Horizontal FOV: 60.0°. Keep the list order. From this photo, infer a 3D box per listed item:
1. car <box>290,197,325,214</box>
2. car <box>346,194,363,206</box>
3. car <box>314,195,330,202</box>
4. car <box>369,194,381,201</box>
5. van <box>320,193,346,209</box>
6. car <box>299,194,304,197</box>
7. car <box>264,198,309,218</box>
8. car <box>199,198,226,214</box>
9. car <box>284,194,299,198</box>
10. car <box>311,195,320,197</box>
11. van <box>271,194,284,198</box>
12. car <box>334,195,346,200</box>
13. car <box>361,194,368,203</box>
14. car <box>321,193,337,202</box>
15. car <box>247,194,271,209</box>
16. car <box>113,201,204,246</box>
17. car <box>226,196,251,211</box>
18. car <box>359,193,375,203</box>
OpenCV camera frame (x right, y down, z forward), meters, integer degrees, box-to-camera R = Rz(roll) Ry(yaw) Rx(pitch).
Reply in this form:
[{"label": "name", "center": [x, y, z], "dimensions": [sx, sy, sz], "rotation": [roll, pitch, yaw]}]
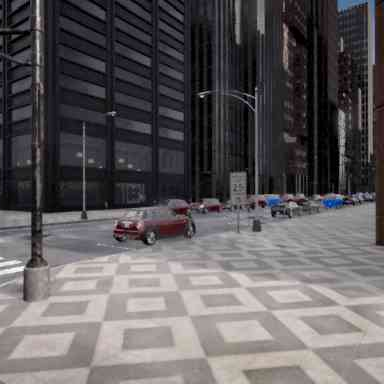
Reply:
[{"label": "car", "center": [11.558, 1.464, 33.469], "dimensions": [1.947, 1.339, 4.313], "rotation": [0, 0, 36]}, {"label": "car", "center": [24.658, 1.418, 51.683], "dimensions": [1.947, 1.339, 4.313], "rotation": [0, 0, 36]}, {"label": "car", "center": [27.554, 1.405, 70.310], "dimensions": [2.008, 1.369, 4.403], "rotation": [0, 0, 36]}, {"label": "car", "center": [41.034, 1.246, 74.451], "dimensions": [1.967, 1.590, 4.097], "rotation": [0, 0, 36]}, {"label": "van", "center": [18.107, 1.216, 42.576], "dimensions": [1.690, 1.788, 3.998], "rotation": [0, 0, 36]}, {"label": "car", "center": [17.727, 1.198, 56.648], "dimensions": [2.192, 1.841, 5.009], "rotation": [0, 0, 36]}, {"label": "car", "center": [8.282, 1.462, 28.916], "dimensions": [2.008, 1.369, 4.403], "rotation": [0, 0, 36]}, {"label": "car", "center": [1.351, 1.382, 33.879], "dimensions": [1.967, 1.590, 4.097], "rotation": [0, 0, 36]}, {"label": "car", "center": [14.452, 1.209, 52.094], "dimensions": [2.192, 1.841, 5.009], "rotation": [0, 0, 36]}, {"label": "car", "center": [24.279, 1.304, 65.756], "dimensions": [1.967, 1.590, 4.097], "rotation": [0, 0, 36]}, {"label": "van", "center": [11.176, 1.246, 47.540], "dimensions": [1.690, 1.788, 3.998], "rotation": [0, 0, 36]}, {"label": "car", "center": [37.381, 1.394, 83.972], "dimensions": [1.947, 1.339, 4.313], "rotation": [0, 0, 36]}, {"label": "car", "center": [27.933, 1.408, 56.237], "dimensions": [1.947, 1.339, 4.313], "rotation": [0, 0, 36]}, {"label": "car", "center": [30.829, 1.160, 74.864], "dimensions": [2.192, 1.841, 5.009], "rotation": [0, 0, 36]}, {"label": "car", "center": [7.901, 1.232, 42.987], "dimensions": [2.192, 1.841, 5.009], "rotation": [0, 0, 36]}, {"label": "car", "center": [-1.543, 1.393, 15.255], "dimensions": [1.967, 1.590, 4.097], "rotation": [0, 0, 36]}, {"label": "car", "center": [4.626, 1.480, 38.433], "dimensions": [2.008, 1.369, 4.403], "rotation": [0, 0, 36]}, {"label": "car", "center": [34.484, 1.368, 65.344], "dimensions": [1.887, 1.381, 4.507], "rotation": [0, 0, 36]}]
